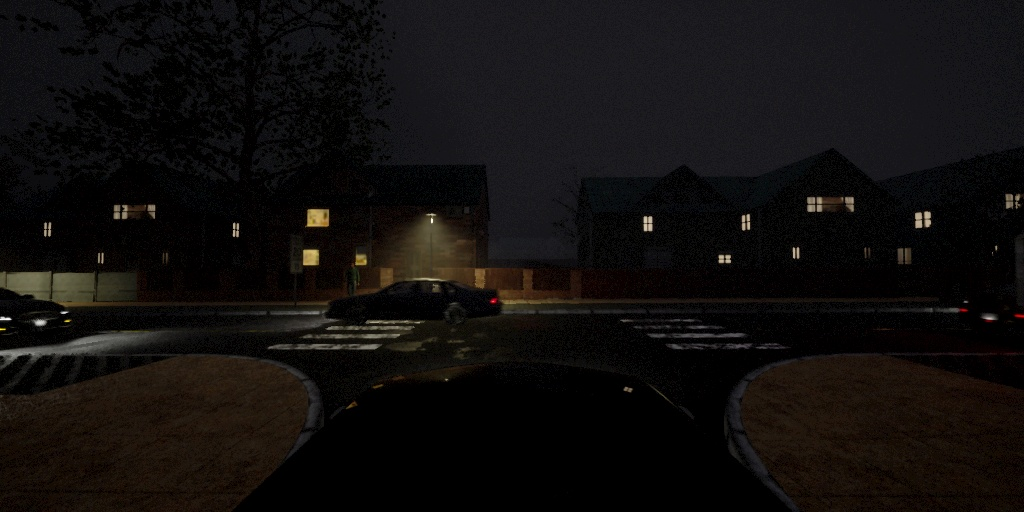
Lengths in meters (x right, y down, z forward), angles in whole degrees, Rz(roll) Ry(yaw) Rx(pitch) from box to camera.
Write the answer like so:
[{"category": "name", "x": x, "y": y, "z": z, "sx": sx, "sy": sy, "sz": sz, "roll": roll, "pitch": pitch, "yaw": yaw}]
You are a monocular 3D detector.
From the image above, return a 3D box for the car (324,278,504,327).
[{"category": "car", "x": -2.963, "y": 1.410, "z": 11.451, "sx": 5.357, "sy": 1.411, "sz": 2.033, "roll": -1, "pitch": -1, "yaw": 2}]

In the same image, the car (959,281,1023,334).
[{"category": "car", "x": 13.066, "y": 1.171, "z": 8.026, "sx": 4.674, "sy": 1.442, "sz": 1.812, "roll": 0, "pitch": -1, "yaw": 2}]

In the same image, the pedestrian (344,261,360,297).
[{"category": "pedestrian", "x": -6.467, "y": 1.113, "z": 14.482, "sx": 0.375, "sy": 1.860, "sz": 0.375, "roll": 0, "pitch": -1, "yaw": 2}]

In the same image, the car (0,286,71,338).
[{"category": "car", "x": -13.940, "y": 1.403, "z": 8.834, "sx": 4.892, "sy": 1.490, "sz": 1.837, "roll": -1, "pitch": -1, "yaw": 2}]
